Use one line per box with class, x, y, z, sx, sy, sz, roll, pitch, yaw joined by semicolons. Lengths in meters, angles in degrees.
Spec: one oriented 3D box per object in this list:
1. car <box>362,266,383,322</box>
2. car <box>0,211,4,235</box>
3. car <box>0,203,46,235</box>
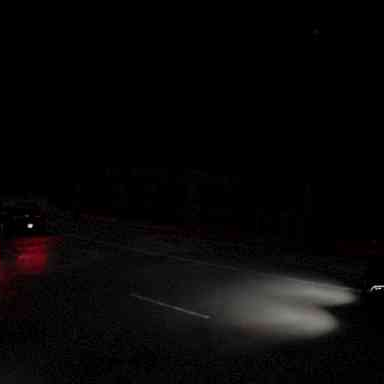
car;5.061;1.565;4.769;4.674;1.442;1.812;1;0;35
car;-8.289;1.395;11.462;4.674;1.442;1.812;1;1;45
car;-9.334;1.329;17.654;1.837;1.490;4.892;0;1;-42
